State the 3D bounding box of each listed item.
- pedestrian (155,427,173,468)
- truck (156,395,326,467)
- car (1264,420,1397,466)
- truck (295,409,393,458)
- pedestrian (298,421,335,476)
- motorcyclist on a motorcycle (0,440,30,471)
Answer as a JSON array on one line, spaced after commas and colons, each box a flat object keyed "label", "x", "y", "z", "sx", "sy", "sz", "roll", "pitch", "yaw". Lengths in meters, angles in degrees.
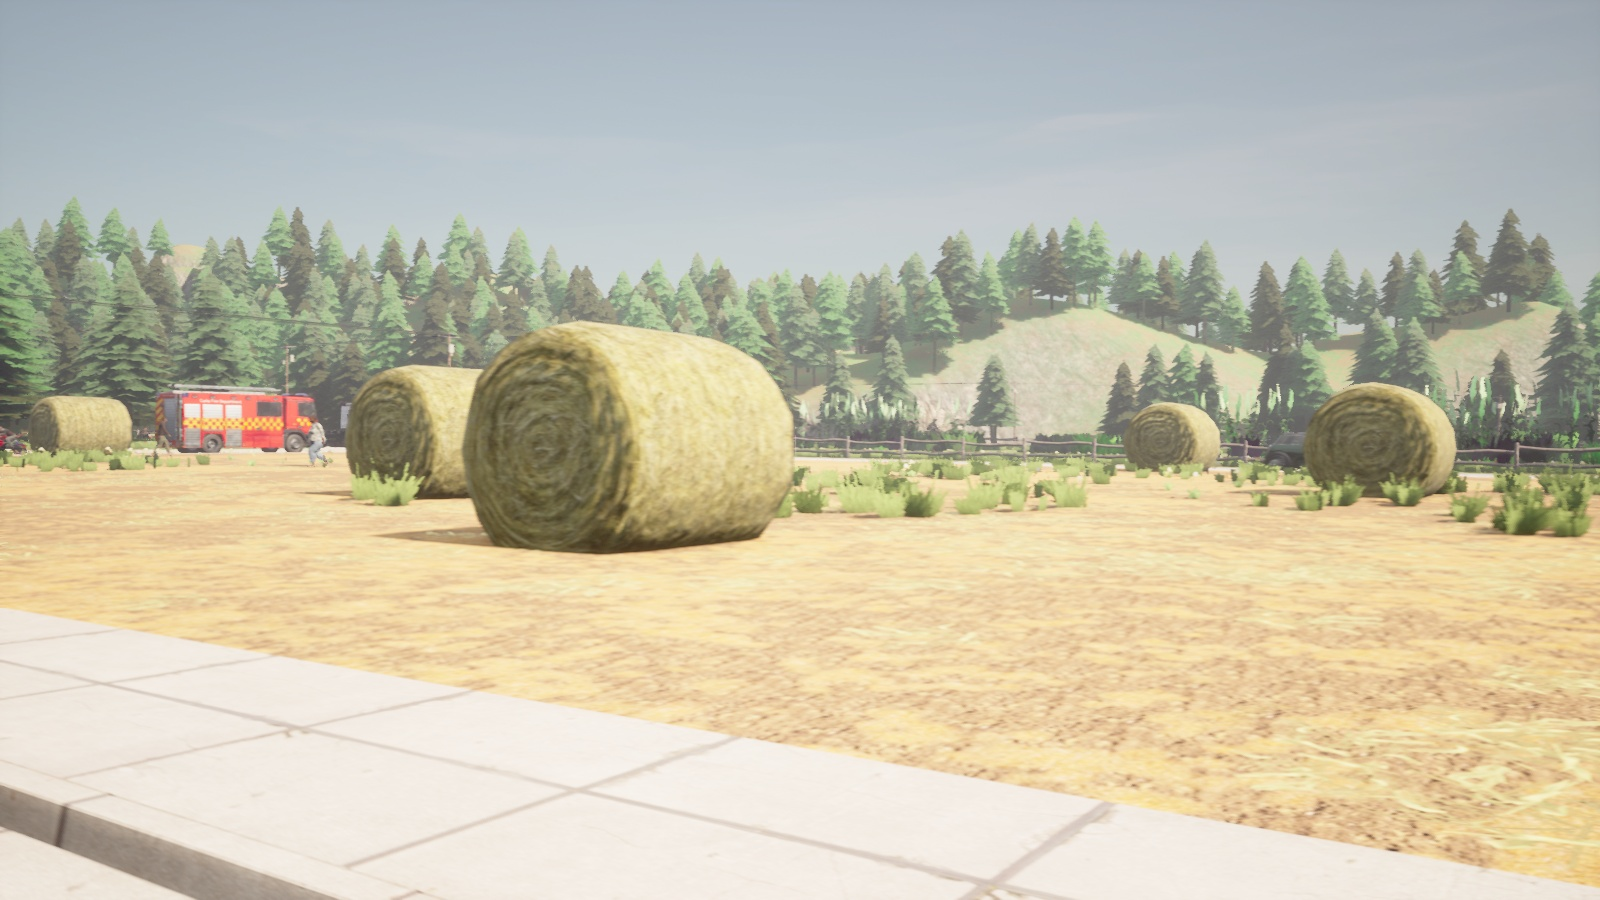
[{"label": "pedestrian", "x": -28.614, "y": -0.124, "z": 56.504, "sx": 0.703, "sy": 1.840, "sz": 0.431, "roll": -1, "pitch": 1, "yaw": -30}, {"label": "truck", "x": -31.427, "y": -1.093, "z": 71.046, "sx": 2.891, "sy": 3.827, "sz": 8.468, "roll": 0, "pitch": 1, "yaw": 35}, {"label": "car", "x": 21.354, "y": -0.303, "z": 50.652, "sx": 4.553, "sy": 1.767, "sz": 2.097, "roll": 0, "pitch": 1, "yaw": 37}, {"label": "truck", "x": -33.737, "y": -1.219, "z": 92.787, "sx": 7.936, "sy": 3.462, "sz": 2.891, "roll": 0, "pitch": 1, "yaw": 37}, {"label": "pedestrian", "x": -16.518, "y": -0.052, "z": 42.889, "sx": 0.900, "sy": 1.855, "sz": 0.874, "roll": -1, "pitch": 1, "yaw": -42}, {"label": "motorcyclist on a motorcycle", "x": -40.600, "y": 0.289, "z": 63.924, "sx": 0.866, "sy": 1.530, "sz": 2.191, "roll": 0, "pitch": 1, "yaw": 35}]
